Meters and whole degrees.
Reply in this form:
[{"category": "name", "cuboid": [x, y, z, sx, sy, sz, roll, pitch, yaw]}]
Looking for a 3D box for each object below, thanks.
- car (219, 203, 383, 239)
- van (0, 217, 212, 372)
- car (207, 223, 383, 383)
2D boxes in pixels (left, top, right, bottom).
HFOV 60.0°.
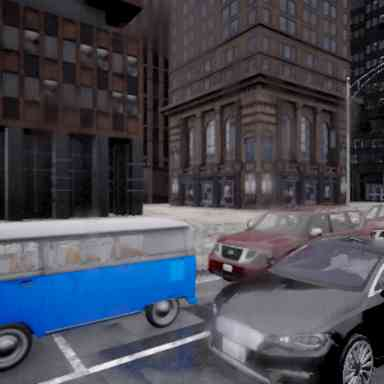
[{"category": "car", "cuboid": [2.818, 1.321, 8.661, 5.009, 1.841, 2.192, 0, 0, -36]}, {"category": "van", "cuboid": [-1.804, 1.343, 5.363, 3.998, 1.788, 1.690, 0, 0, -36]}, {"category": "car", "cuboid": [2.458, 1.496, 5.133, 4.902, 1.511, 2.128, 0, 0, -35]}]
